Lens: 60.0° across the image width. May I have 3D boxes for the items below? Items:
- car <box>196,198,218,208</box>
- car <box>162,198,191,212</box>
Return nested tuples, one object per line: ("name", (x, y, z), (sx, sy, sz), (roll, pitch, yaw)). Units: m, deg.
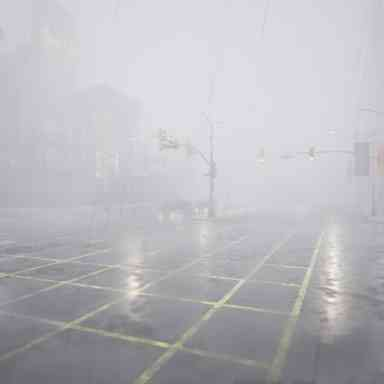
("car", (2.196, 1.601, 48.688), (1.895, 1.301, 4.718), (0, 0, 23))
("car", (-1.774, 1.477, 39.277), (1.882, 1.535, 5.008), (0, 0, 25))
